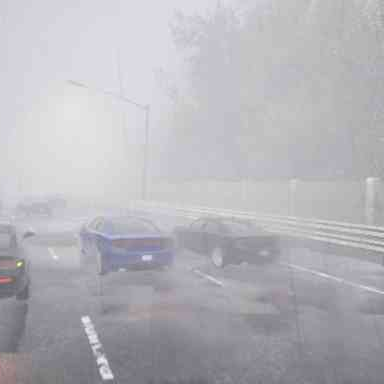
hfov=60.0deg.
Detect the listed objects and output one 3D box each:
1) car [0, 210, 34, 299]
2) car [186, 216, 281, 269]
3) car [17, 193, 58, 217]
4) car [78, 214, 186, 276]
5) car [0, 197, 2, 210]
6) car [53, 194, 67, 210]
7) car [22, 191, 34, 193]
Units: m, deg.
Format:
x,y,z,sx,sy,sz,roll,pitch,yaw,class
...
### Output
x,y,z,sx,sy,sz,roll,pitch,yaw,class
-4.633,1.348,7.431,1.812,1.442,4.674,3,0,-27,car
0.953,1.574,11.797,1.882,1.535,5.008,3,0,-28,car
-12.146,1.089,25.718,1.812,1.442,4.674,3,0,-37,car
-2.238,1.422,10.367,1.882,1.535,5.008,3,0,-28,car
-15.324,0.632,24.187,2.150,2.045,5.566,3,0,-37,car
-14.631,0.968,34.842,1.882,1.535,5.008,3,0,-37,car
-29.218,0.500,59.160,1.994,1.385,4.181,3,0,-18,car
